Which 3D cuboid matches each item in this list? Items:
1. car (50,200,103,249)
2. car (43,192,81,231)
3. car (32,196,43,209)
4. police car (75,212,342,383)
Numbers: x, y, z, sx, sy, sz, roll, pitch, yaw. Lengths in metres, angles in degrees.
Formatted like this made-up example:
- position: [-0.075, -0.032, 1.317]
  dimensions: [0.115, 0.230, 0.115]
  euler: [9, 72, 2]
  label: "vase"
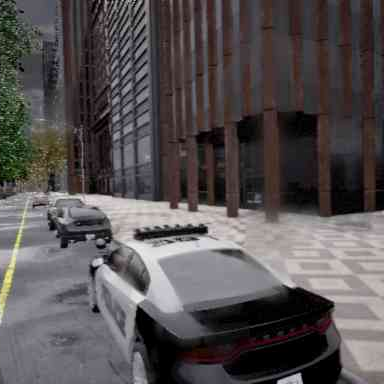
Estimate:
- position: [-4.645, 1.309, 13.895]
  dimensions: [1.837, 1.490, 4.892]
  euler: [-2, 1, -26]
  label: "car"
- position: [-7.246, 1.105, 19.267]
  dimensions: [2.097, 1.767, 4.553]
  euler: [-2, 1, -26]
  label: "car"
- position: [-17.896, 1.142, 39.321]
  dimensions: [2.033, 1.411, 5.357]
  euler: [-2, 1, -25]
  label: "car"
- position: [-0.345, 1.311, 4.988]
  dimensions: [1.930, 1.638, 5.238]
  euler: [-2, 1, -26]
  label: "police car"
